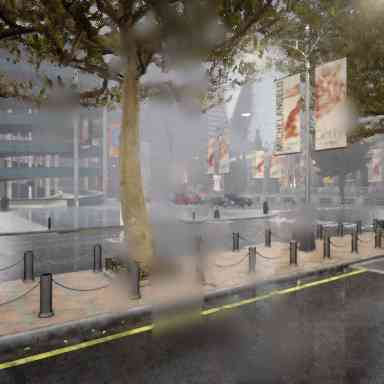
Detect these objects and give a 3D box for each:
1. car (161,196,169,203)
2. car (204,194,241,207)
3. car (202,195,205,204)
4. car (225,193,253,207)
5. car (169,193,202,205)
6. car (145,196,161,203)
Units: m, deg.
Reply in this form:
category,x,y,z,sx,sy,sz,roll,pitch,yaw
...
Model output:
category,x,y,z,sx,sy,sz,roll,pitch,yaw
car,-5.116,1.547,69.055,2.033,1.411,5.357,0,0,-45
car,4.583,1.492,50.713,2.128,1.511,4.902,0,0,-35
car,1.494,1.352,60.949,2.097,1.767,4.553,0,0,-37
car,7.194,1.221,53.084,2.150,2.045,5.566,0,0,-36
car,-1.166,1.221,58.722,2.150,2.045,5.566,0,0,-36
car,-9.140,1.505,67.821,4.892,1.490,1.837,0,0,40
